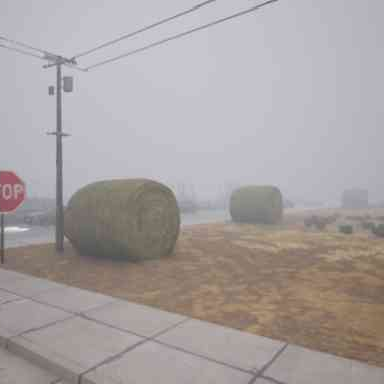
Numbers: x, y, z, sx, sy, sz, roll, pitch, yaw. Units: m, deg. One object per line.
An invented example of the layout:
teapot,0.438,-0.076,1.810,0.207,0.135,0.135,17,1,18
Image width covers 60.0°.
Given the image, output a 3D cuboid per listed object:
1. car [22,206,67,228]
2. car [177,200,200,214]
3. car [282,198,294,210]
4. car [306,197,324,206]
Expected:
car,-9.538,1.659,23.344,1.994,1.385,4.181,0,0,38
car,-1.157,1.590,33.959,1.837,1.490,4.892,0,1,38
car,12.211,1.590,44.915,1.812,1.442,4.674,0,-1,38
car,20.510,1.585,55.440,1.812,1.442,4.674,0,0,38
